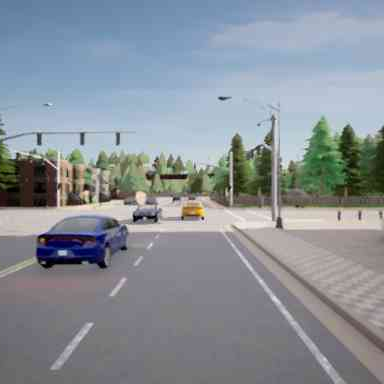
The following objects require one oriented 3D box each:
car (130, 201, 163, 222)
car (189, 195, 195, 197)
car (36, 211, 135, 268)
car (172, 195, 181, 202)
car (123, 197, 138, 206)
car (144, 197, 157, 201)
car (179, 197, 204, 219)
[{"bbox_3d":[-3.445,1.648,26.626,1.895,1.301,4.718,0,0,0],"label":"car"},{"bbox_3d":[-0.021,1.509,77.124,2.128,1.511,4.902,0,0,0],"label":"car"},{"bbox_3d":[-3.445,1.498,11.382,1.882,1.535,5.008,0,0,0],"label":"car"},{"bbox_3d":[-3.521,1.484,77.123,1.837,1.490,4.892,0,0,0],"label":"car"},{"bbox_3d":[-10.558,1.605,57.305,1.837,1.490,4.892,0,0,0],"label":"car"},{"bbox_3d":[-7.060,1.605,57.328,1.837,1.490,4.892,0,0,0],"label":"car"},{"bbox_3d":[0.070,1.530,29.598,1.882,1.535,5.008,0,0,0],"label":"car"}]
